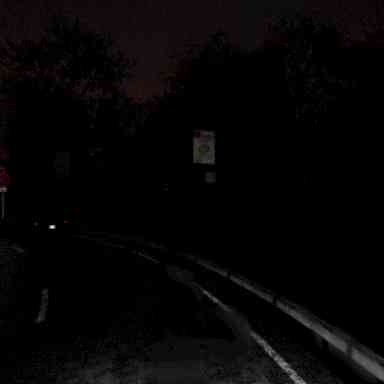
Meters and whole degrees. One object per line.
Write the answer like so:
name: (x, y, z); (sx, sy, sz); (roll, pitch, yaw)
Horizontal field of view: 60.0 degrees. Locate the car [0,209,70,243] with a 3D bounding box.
car: (-7.565, 1.500, 15.883); (4.181, 1.385, 1.994); (0, 0, 43)
